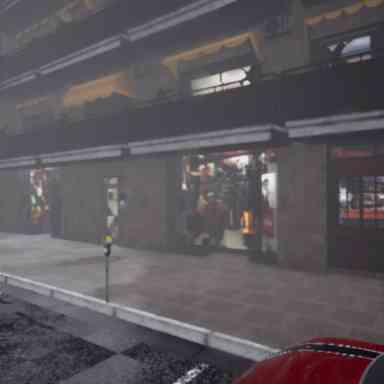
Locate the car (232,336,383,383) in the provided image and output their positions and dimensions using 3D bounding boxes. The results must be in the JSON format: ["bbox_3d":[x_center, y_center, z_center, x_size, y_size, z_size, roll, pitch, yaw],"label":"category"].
[{"bbox_3d":[1.904,1.436,1.520,4.097,1.590,1.967,0,0,36],"label":"car"}]
